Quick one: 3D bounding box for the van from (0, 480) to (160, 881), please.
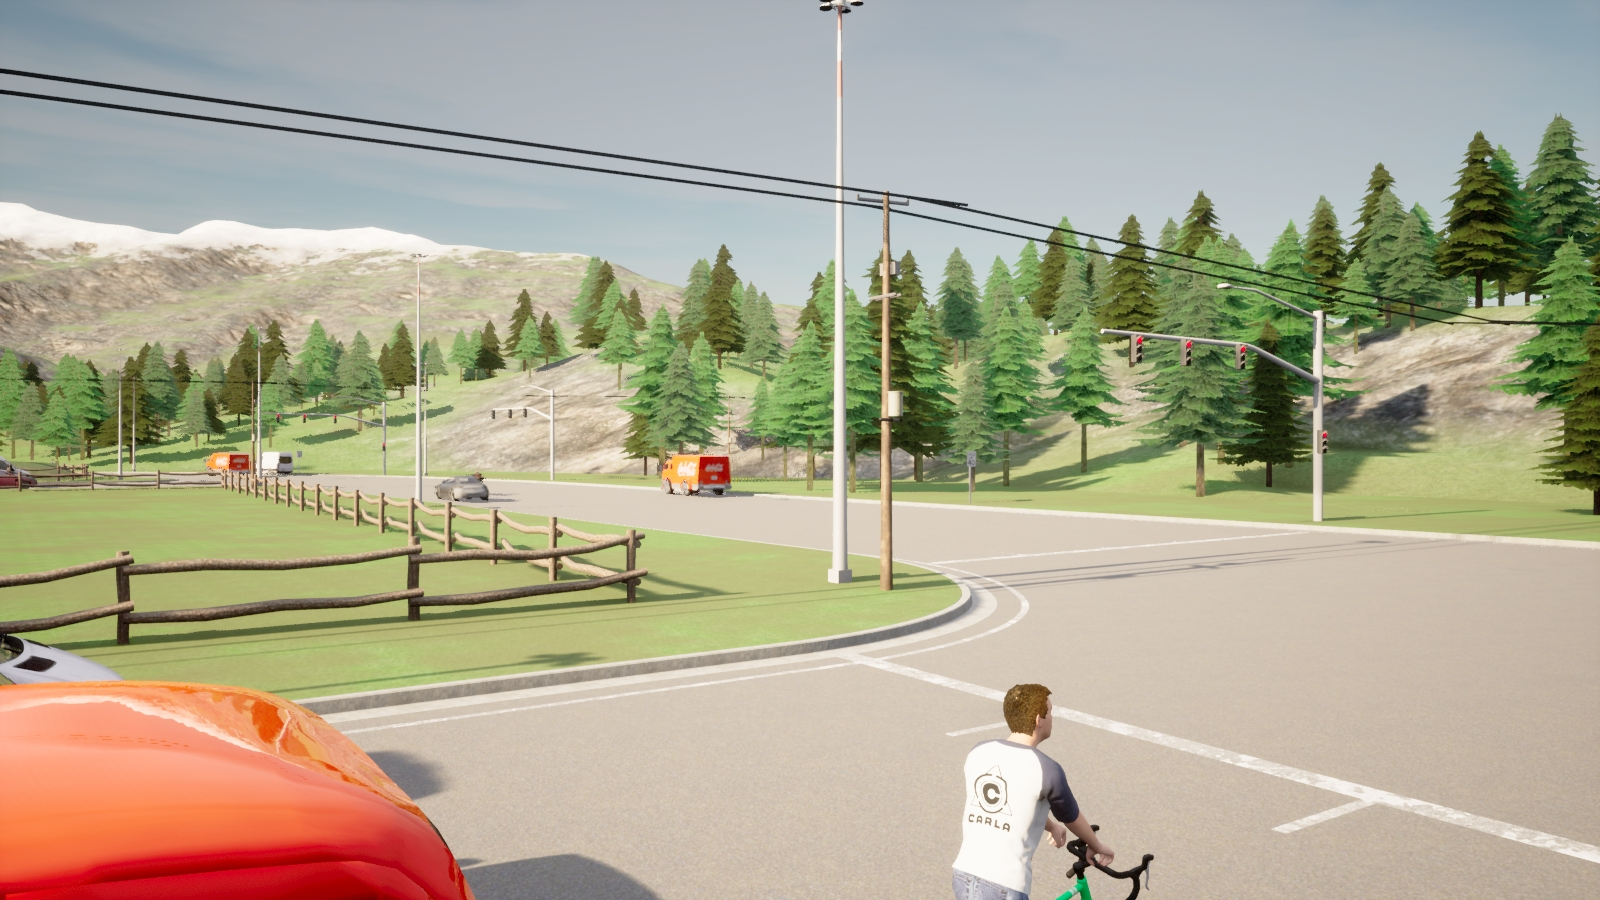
[{"bbox_3d":[-7.465,1.535,7.097,5.915,2.561,1.988,0,0,-35],"label":"van"}]

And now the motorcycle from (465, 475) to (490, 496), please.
[{"bbox_3d":[-20.129,2.189,71.274,0.867,1.251,2.209,0,0,-35],"label":"motorcycle"}]

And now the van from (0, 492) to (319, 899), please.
[{"bbox_3d":[-5.215,1.535,4.399,5.915,2.561,1.988,0,0,-35],"label":"van"}]

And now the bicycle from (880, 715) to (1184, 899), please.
[{"bbox_3d":[1.060,2.053,4.957,1.643,1.496,0.373,0,0,-41],"label":"bicycle"}]

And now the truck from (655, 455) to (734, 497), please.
[{"bbox_3d":[-6.535,1.545,70.078,2.627,2.467,5.204,0,0,-35],"label":"truck"}]

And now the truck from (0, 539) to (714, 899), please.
[{"bbox_3d":[-3.049,1.568,1.730,5.204,2.467,2.627,0,0,-34],"label":"truck"}]

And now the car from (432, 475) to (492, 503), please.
[{"bbox_3d":[-18.688,2.105,63.034,1.994,1.385,4.181,0,0,-35],"label":"car"}]
